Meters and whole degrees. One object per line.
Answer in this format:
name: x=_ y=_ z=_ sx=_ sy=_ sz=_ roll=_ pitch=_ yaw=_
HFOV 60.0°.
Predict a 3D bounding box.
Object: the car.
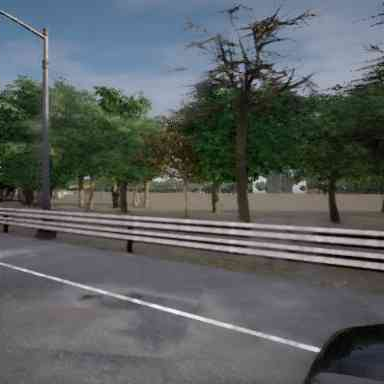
car: x=2.823 y=1.567 z=2.025 sx=4.181 sy=1.385 sz=1.994 roll=0 pitch=0 yaw=35
